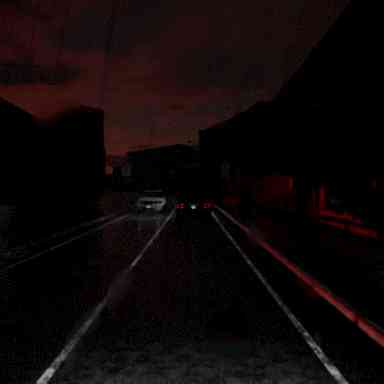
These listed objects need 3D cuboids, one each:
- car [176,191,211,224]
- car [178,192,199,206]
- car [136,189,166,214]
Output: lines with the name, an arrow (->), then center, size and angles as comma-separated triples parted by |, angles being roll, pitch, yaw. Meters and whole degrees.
car -> 0.111, 0.949, 22.201 | 2.150, 2.045, 5.566 | 0, 1, 1
car -> -0.476, 0.803, 40.937 | 2.128, 1.511, 4.902 | 0, 2, -6
car -> -3.506, 0.808, 29.610 | 2.150, 2.045, 5.566 | 0, 1, 0
